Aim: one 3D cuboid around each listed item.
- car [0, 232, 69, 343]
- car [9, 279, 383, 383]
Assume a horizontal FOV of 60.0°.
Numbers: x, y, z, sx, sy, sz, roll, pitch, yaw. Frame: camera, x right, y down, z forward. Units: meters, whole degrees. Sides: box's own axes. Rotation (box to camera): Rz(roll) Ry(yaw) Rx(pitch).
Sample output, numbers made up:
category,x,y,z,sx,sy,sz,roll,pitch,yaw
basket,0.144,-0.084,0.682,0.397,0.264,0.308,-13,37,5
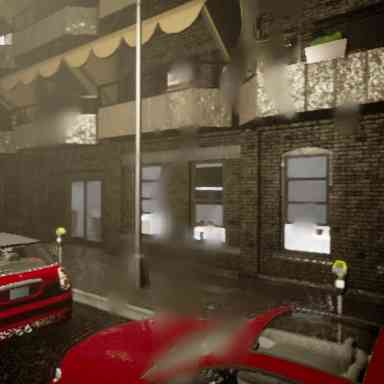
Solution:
category,x,y,z,sx,sy,sz,roll,pitch,yaw
car,-3.934,1.392,5.683,4.097,1.590,1.967,1,0,36
car,0.663,1.576,2.402,4.206,1.307,1.802,1,0,36
